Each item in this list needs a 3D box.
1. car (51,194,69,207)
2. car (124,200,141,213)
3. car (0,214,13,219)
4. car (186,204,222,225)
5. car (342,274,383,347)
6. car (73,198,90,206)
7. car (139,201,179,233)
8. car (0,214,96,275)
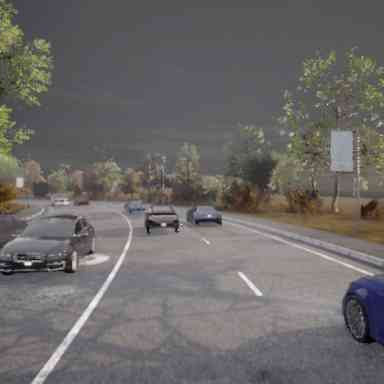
[{"bbox_3d":[-21.561,1.358,53.995,2.150,2.045,5.566,0,0,-30],"label":"car"},{"bbox_3d":[-6.529,1.598,37.773,2.033,1.411,5.357,0,0,-19],"label":"car"},{"bbox_3d":[-8.050,1.581,12.985,2.033,1.411,5.357,0,0,-7],"label":"car"},{"bbox_3d":[0.780,1.585,24.331,1.994,1.385,4.181,0,0,-11],"label":"car"},{"bbox_3d":[3.388,1.517,3.474,1.812,1.442,4.674,0,0,-2],"label":"car"},{"bbox_3d":[-18.498,1.685,55.684,1.895,1.301,4.718,0,0,-30],"label":"car"},{"bbox_3d":[-1.914,1.515,20.009,2.128,1.511,4.902,0,0,-10],"label":"car"},{"bbox_3d":[-4.318,1.527,10.657,1.837,1.490,4.892,0,0,-6],"label":"car"}]
